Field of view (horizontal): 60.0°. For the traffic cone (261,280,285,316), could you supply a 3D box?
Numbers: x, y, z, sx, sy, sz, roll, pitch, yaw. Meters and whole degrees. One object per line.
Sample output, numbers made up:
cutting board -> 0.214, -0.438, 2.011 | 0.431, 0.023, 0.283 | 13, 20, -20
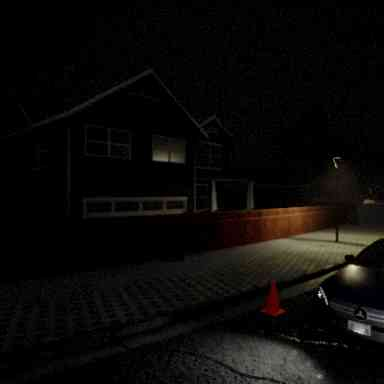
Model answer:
traffic cone -> 1.551, 1.993, 6.367 | 0.340, 0.580, 0.340 | 1, 0, -40

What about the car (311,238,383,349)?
car -> 3.981, 1.575, 6.002 | 4.674, 1.442, 1.812 | 1, 0, -42
